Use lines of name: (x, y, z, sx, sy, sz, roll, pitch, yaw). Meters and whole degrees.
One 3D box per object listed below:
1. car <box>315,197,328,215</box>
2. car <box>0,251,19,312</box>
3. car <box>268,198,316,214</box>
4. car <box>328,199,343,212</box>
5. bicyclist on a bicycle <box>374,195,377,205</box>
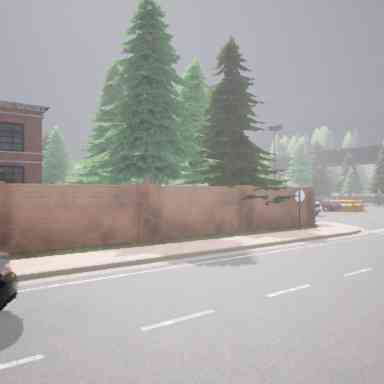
car: (9.912, 1.222, 32.602, 2.150, 2.045, 5.566, 0, 0, -35)
car: (-5.160, 1.491, 4.606, 4.902, 1.511, 2.128, 0, 0, -35)
car: (11.046, 1.491, 37.064, 2.128, 1.511, 4.902, 0, 0, -35)
car: (14.749, 1.352, 37.889, 2.097, 1.767, 4.553, 0, 0, -35)
bicyclist on a bicycle: (30.122, 1.300, 54.233, 1.656, 1.620, 0.582, 0, 0, -35)
